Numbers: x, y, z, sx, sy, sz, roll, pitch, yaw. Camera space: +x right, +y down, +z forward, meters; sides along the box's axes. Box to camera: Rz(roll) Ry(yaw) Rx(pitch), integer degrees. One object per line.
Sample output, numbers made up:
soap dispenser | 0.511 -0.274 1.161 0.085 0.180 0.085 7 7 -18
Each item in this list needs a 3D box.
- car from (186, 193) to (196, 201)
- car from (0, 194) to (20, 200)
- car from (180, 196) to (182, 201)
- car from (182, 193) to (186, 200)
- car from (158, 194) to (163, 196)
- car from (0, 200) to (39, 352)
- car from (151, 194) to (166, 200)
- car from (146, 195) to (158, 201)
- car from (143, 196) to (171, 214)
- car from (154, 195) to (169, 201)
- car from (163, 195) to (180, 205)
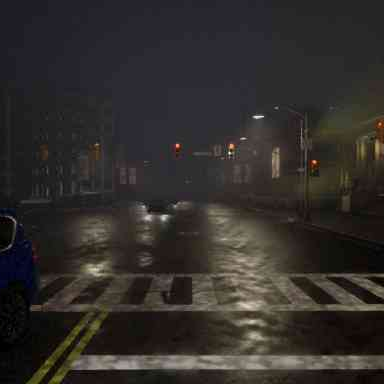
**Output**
car | -1.092 1.224 87.867 2.150 2.045 5.566 0 0 -29
car | -18.682 1.352 32.091 4.553 1.767 2.097 0 0 -14
car | -3.620 1.500 71.320 1.837 1.490 4.892 0 0 -3
car | -4.129 1.552 86.139 1.994 1.385 4.181 0 0 -29
car | -6.987 1.547 69.264 2.033 1.411 5.357 0 0 1
car | -3.596 1.221 3.234 2.150 2.045 5.566 0 0 0
car | -9.515 1.449 94.482 1.837 1.490 4.892 0 0 -43
car | -9.875 1.499 81.889 1.837 1.490 4.892 0 0 -21
car | -3.560 1.477 34.958 1.882 1.535 5.008 0 0 0
car | -7.915 1.469 85.875 1.882 1.535 5.008 0 0 -29
car | -3.541 1.505 56.836 1.837 1.490 4.892 0 0 0
